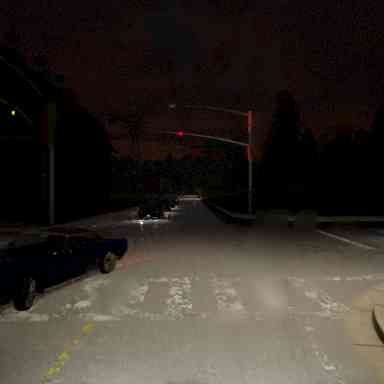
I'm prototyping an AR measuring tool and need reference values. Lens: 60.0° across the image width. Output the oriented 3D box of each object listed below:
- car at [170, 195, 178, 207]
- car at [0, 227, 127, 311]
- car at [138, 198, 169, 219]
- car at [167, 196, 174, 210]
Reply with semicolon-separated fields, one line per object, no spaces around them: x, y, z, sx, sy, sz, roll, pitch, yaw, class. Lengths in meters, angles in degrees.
-3.508;1.553;48.865;1.812;1.442;4.674;0;0;0;car
-3.500;1.592;8.057;1.895;1.301;4.718;0;0;18;car
-3.549;1.564;29.823;2.033;1.411;5.357;0;0;0;car
-3.531;1.527;39.568;1.837;1.490;4.892;0;0;0;car
